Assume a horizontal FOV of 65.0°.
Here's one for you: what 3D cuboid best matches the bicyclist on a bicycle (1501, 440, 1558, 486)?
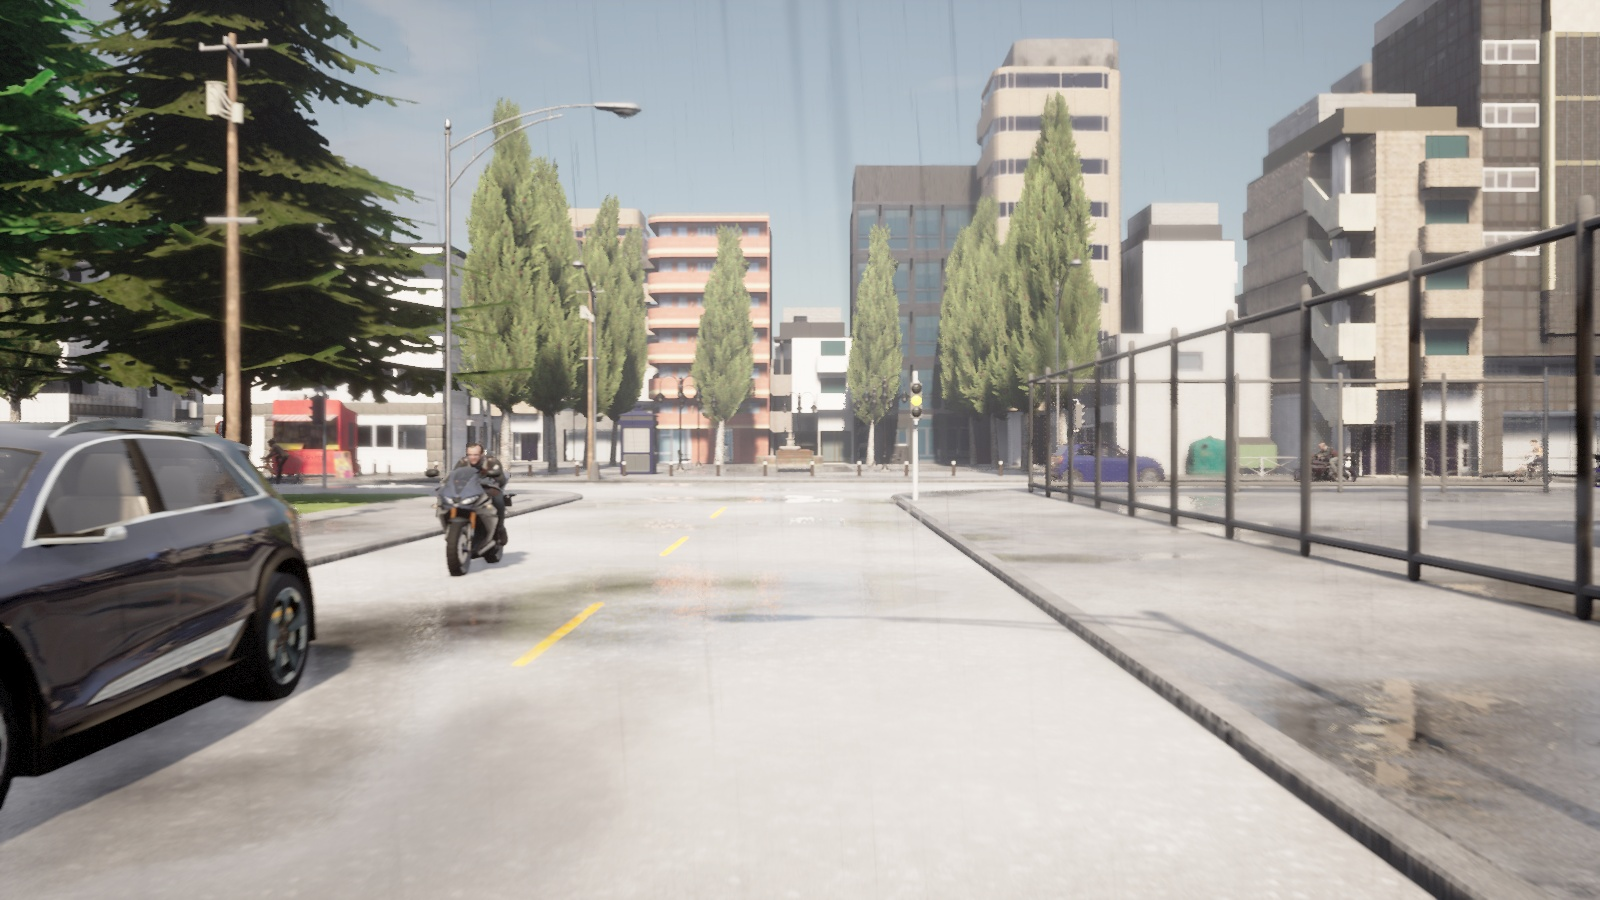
[{"bbox_3d":[25.847,0.453,44.502,1.509,1.612,0.866,0,0,1],"label":"bicyclist on a bicycle"}]

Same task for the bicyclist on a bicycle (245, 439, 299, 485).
[{"bbox_3d":[-18.839,0.431,44.836,1.656,1.620,0.582,0,0,1],"label":"bicyclist on a bicycle"}]

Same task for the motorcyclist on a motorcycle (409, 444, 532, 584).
[{"bbox_3d":[-3.852,0.694,14.872,0.866,1.530,2.191,0,0,0],"label":"motorcyclist on a motorcycle"}]

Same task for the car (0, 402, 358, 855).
[{"bbox_3d":[-3.933,0.640,5.868,2.033,1.649,4.856,0,0,0],"label":"car"}]

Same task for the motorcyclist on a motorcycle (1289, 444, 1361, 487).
[{"bbox_3d":[18.624,0.545,44.562,2.191,1.530,0.866,0,0,0],"label":"motorcyclist on a motorcycle"}]

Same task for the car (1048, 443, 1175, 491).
[{"bbox_3d":[10.044,0.540,40.632,3.633,1.501,1.845,0,0,-1],"label":"car"}]
